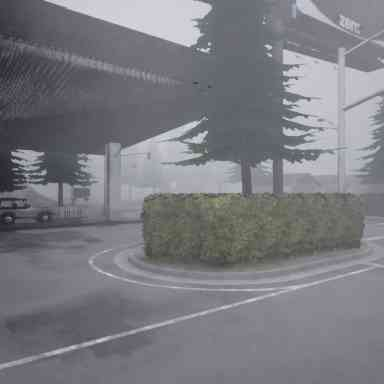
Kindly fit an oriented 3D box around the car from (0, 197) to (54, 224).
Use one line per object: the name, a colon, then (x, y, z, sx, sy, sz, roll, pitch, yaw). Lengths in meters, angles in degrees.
car: (-11.937, 1.313, 23.507, 3.866, 1.878, 1.905, 0, 0, -36)
